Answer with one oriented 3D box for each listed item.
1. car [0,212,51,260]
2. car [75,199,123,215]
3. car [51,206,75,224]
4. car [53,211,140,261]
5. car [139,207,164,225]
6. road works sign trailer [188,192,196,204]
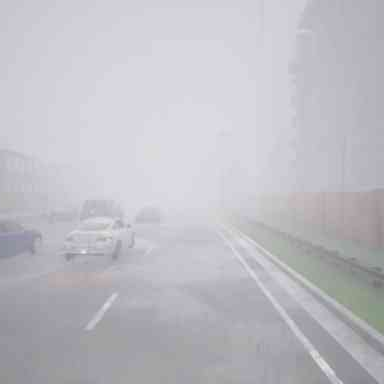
[{"bbox_3d":[-6.966,1.625,11.375,1.882,1.535,5.008,0,-1,1],"label":"car"},{"bbox_3d":[-6.970,1.560,26.139,2.150,2.045,5.566,0,0,0],"label":"car"},{"bbox_3d":[-10.449,1.886,27.958,1.812,1.442,4.674,0,0,1],"label":"car"},{"bbox_3d":[-3.450,1.693,12.970,1.812,1.442,4.674,0,0,1],"label":"car"},{"bbox_3d":[-3.453,1.921,27.586,1.994,1.385,4.181,0,-1,1],"label":"car"},{"bbox_3d":[0.004,1.656,92.691,2.380,3.560,2.880,0,-1,0],"label":"road works sign trailer"}]
